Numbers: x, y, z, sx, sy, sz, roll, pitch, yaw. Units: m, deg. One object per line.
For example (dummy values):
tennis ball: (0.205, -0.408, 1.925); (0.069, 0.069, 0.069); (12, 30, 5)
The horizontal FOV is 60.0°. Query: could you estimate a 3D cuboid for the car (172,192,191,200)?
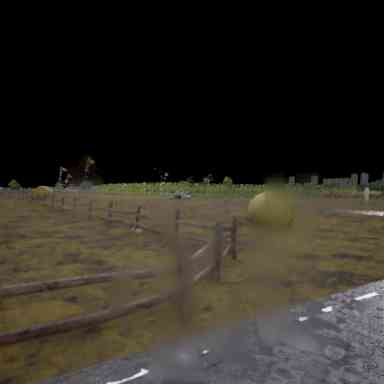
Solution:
car: (-2.013, 0.700, 64.558); (2.128, 1.511, 4.902); (2, 0, -35)
